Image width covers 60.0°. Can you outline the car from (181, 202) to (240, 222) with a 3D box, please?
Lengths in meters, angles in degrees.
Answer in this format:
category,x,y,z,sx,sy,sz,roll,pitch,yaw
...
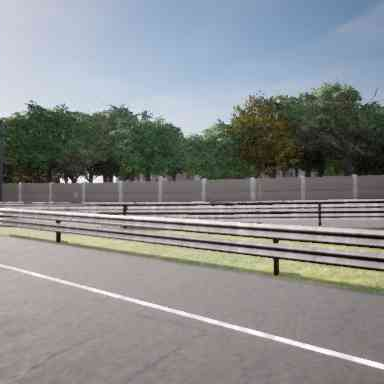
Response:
category,x,y,z,sx,sy,sz,roll,pitch,yaw
car,1.278,1.406,23.229,4.181,1.385,1.994,-1,-1,13
